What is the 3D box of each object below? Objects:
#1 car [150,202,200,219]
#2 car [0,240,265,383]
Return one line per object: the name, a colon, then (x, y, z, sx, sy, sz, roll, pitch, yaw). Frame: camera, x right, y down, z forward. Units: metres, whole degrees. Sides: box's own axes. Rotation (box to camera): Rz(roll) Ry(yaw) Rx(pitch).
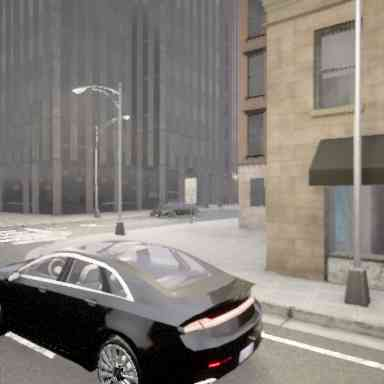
car: (-1.396, 1.568, 29.838, 2.033, 1.411, 5.357, 0, 0, 36)
car: (-1.375, 1.493, 4.980, 4.902, 1.511, 2.128, 0, 0, 36)
